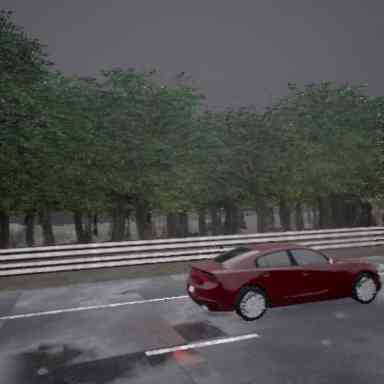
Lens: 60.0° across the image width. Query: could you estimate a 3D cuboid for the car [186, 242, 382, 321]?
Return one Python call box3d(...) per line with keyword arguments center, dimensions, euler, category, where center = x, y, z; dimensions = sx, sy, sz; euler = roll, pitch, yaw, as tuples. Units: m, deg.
box3d(center=(2.335, 2.010, 8.360), dimensions=(5.008, 1.535, 1.882), euler=(-1, -4, -18), category="car")
